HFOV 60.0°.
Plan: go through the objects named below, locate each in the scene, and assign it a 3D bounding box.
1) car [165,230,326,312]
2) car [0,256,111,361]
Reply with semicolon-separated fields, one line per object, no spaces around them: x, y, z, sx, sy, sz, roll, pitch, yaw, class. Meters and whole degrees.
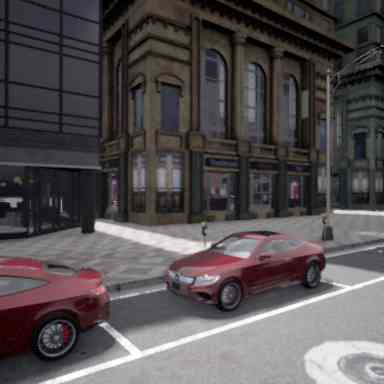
1.401;1.578;7.647;4.206;1.307;1.802;0;0;-36;car
-3.186;1.582;4.372;4.206;1.307;1.802;0;0;-36;car
